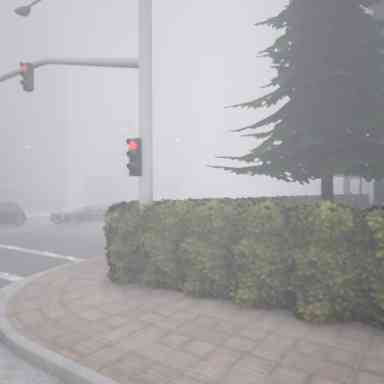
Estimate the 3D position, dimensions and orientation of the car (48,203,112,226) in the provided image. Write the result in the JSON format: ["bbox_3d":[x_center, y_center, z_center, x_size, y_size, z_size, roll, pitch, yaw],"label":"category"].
[{"bbox_3d":[-8.274,1.753,25.133,1.895,1.301,4.718,-1,0,35],"label":"car"}]

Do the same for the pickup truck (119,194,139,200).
[{"bbox_3d":[-8.972,1.329,52.835,6.274,2.098,2.390,0,0,-24],"label":"pickup truck"}]

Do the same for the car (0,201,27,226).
[{"bbox_3d":[-14.091,1.529,23.108,2.097,1.767,4.553,-1,0,37],"label":"car"}]

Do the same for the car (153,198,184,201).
[{"bbox_3d":[-2.384,1.533,39.563,2.097,1.767,4.553,-1,-1,36],"label":"car"}]

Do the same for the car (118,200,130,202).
[{"bbox_3d":[-8.564,1.724,30.802,2.033,1.411,5.357,-1,0,35],"label":"car"}]
